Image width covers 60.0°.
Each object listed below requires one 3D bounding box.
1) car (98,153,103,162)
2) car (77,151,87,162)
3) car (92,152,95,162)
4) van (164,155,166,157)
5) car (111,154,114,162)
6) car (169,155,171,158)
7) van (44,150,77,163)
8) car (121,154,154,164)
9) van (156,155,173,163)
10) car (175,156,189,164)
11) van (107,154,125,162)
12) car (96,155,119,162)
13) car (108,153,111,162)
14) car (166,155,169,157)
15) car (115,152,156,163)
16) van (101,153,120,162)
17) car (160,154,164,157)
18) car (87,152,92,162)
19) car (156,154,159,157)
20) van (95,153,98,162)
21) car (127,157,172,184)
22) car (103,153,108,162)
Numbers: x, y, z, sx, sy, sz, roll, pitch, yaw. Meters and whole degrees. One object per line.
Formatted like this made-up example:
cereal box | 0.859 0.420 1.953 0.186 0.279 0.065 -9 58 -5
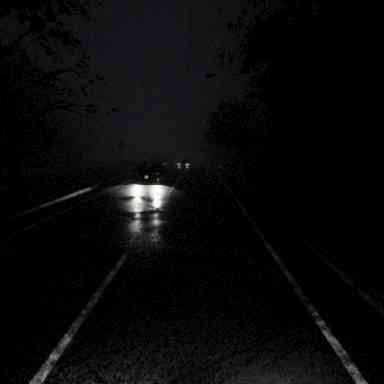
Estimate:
car | -21.509 -7.148 68.810 4.553 1.767 2.185 1 5 1
car | -21.864 -6.208 57.778 5.566 2.045 2.435 1 6 1
car | -21.685 -6.493 63.309 4.892 1.521 2.231 1 6 1
van | -8.513 -7.233 71.041 4.442 1.987 1.878 1 6 1
car | -21.313 -7.816 77.093 4.892 1.521 2.231 1 6 1
car | -8.146 -7.771 79.348 4.792 1.488 2.163 1 5 1
van | -22.032 -5.892 54.906 4.442 1.987 1.878 1 6 1
car | -8.854 -5.390 54.496 4.892 1.521 2.231 1 6 1
van | -7.683 -9.289 93.124 4.442 1.987 1.878 1 5 1
car | -1.569 -6.062 62.996 1.812 1.442 4.674 1 6 2
van | -20.830 -9.333 90.704 4.442 1.987 1.878 1 5 1
car | -20.985 -8.346 82.602 5.366 1.575 1.946 1 6 1
car | -21.388 -7.553 74.337 5.008 1.535 2.097 1 6 1
car | -8.331 -7.272 73.823 5.008 1.535 2.097 1 6 1
car | -8.738 -5.102 51.738 5.366 1.575 1.946 1 6 1
van | -20.974 -8.833 85.337 4.442 1.987 1.878 1 6 1
car | -8.591 -6.460 62.748 5.566 2.045 2.435 1 6 1
car | -21.581 -6.227 60.551 5.366 1.575 1.946 1 6 1
car | -8.780 -5.671 57.253 5.008 1.535 2.097 1 6 1
van | -21.730 -6.986 66.048 4.442 1.987 1.878 1 6 1
car | -2.733 -1.367 22.278 1.994 1.385 4.181 1 8 1
car | -21.466 -7.276 71.455 5.008 1.535 2.097 1 6 1
